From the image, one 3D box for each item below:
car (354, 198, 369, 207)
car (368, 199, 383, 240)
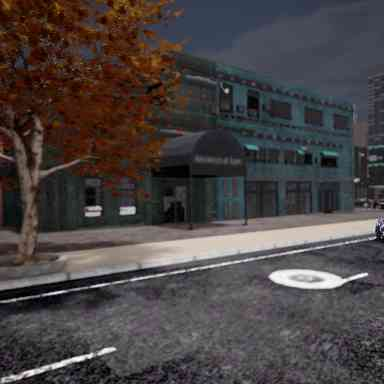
[{"bbox_3d":[27.856,1.715,54.976,2.008,1.369,4.403,-2,0,-36],"label":"car"},{"bbox_3d":[10.413,1.319,15.324,4.553,1.767,2.097,0,0,-36],"label":"car"}]
